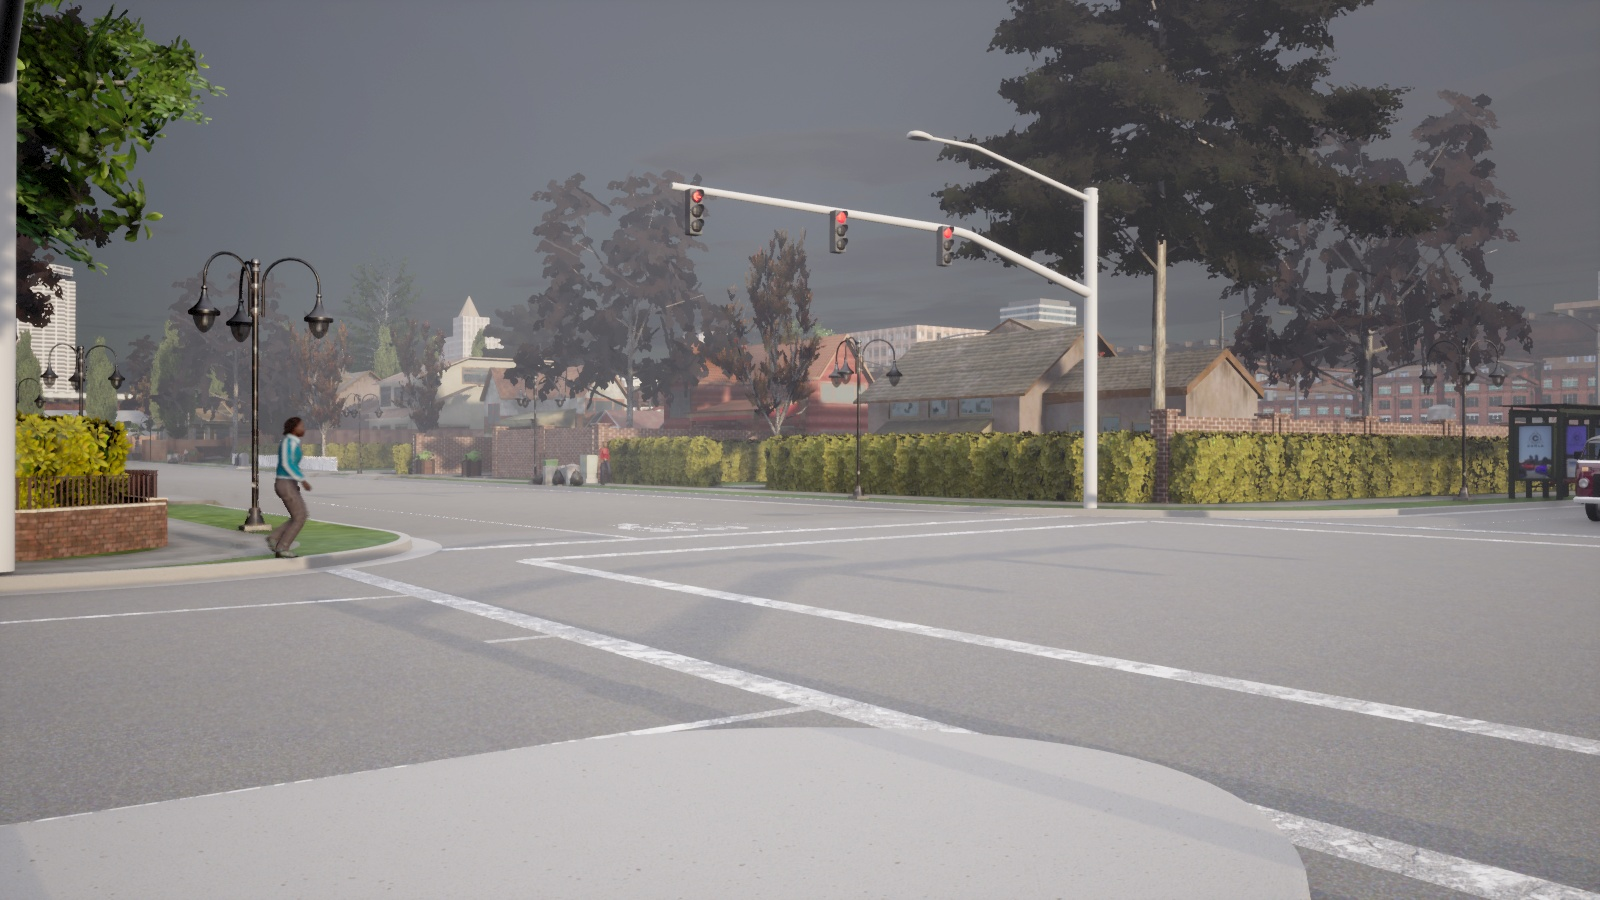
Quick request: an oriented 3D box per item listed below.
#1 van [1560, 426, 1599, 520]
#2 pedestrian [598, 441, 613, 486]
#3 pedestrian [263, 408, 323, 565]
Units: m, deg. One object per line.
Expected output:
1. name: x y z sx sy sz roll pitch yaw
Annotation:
1. van: 19.198 0.497 28.227 4.480 2.038 2.069 0 0 -37
2. pedestrian: -7.976 0.553 51.541 0.331 1.846 0.636 0 0 -36
3. pedestrian: -6.341 0.451 15.711 0.692 1.930 0.396 0 0 -22
